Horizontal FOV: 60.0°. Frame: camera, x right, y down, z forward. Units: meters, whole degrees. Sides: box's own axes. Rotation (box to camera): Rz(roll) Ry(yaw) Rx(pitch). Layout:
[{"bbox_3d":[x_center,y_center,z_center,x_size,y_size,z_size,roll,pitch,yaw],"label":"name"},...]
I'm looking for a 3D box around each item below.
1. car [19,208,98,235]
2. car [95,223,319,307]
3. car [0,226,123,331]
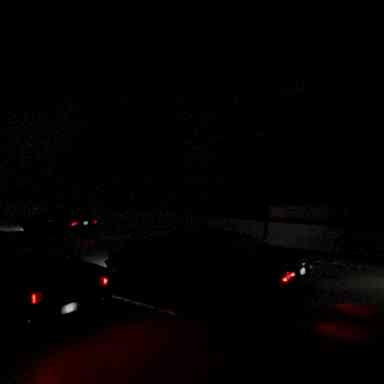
[{"bbox_3d":[-7.336,1.568,18.172,5.357,1.411,2.033,1,0,37],"label":"car"},{"bbox_3d":[0.204,1.622,8.178,5.357,1.411,2.033,0,-1,37],"label":"car"},{"bbox_3d":[-3.801,1.610,6.820,4.718,1.301,1.895,1,0,37],"label":"car"}]
